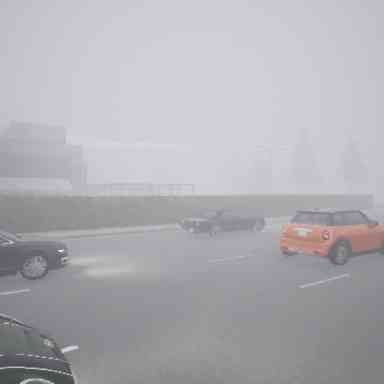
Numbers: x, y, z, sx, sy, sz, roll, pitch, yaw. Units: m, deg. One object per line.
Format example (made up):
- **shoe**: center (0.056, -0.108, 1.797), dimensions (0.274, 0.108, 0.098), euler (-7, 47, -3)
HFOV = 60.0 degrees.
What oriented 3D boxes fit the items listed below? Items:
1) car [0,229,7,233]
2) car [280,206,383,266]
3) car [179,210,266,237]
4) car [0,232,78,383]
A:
- **car**: center (-5.684, 1.505, 8.291), dimensions (4.892, 1.490, 1.837), euler (0, 0, -35)
- **car**: center (5.228, 1.352, 11.763), dimensions (4.553, 1.767, 2.097), euler (0, 0, -35)
- **car**: center (1.769, 1.601, 17.894), dimensions (4.718, 1.301, 1.895), euler (0, 0, -35)
- **car**: center (-2.902, 1.352, 1.680), dimensions (4.553, 1.767, 2.097), euler (0, 0, -35)
